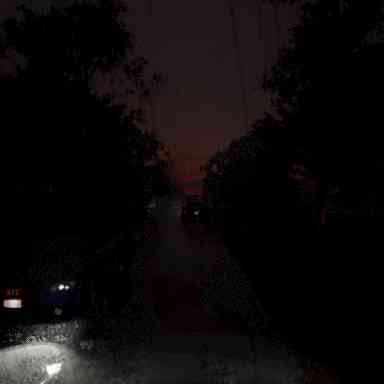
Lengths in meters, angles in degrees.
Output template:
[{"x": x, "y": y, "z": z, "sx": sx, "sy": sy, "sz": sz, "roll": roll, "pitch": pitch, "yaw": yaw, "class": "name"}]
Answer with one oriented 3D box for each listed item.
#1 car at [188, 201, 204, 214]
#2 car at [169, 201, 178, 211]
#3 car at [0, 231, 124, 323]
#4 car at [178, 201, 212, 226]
[{"x": 0.501, "y": 1.909, "z": 42.900, "sx": 1.882, "sy": 1.535, "sz": 5.008, "roll": 0, "pitch": -1, "yaw": 1, "class": "car"}, {"x": -2.356, "y": 2.052, "z": 48.742, "sx": 2.128, "sy": 1.511, "sz": 4.902, "roll": 0, "pitch": -1, "yaw": 1, "class": "car"}, {"x": -2.801, "y": 1.572, "z": 7.222, "sx": 1.994, "sy": 1.385, "sz": 4.181, "roll": 0, "pitch": 0, "yaw": 0, "class": "car"}, {"x": 0.311, "y": 1.482, "z": 24.504, "sx": 2.097, "sy": 1.767, "sz": 4.553, "roll": 0, "pitch": -1, "yaw": 0, "class": "car"}]
